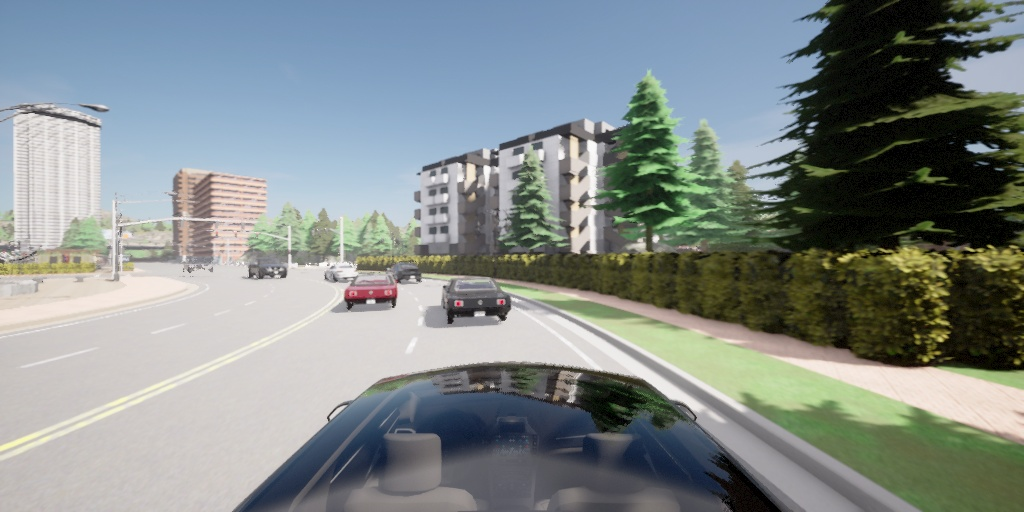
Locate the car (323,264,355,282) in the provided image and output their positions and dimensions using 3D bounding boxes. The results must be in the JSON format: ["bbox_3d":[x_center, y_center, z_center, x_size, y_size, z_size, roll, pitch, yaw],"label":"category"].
[{"bbox_3d":[-14.626,1.395,30.647,1.812,1.442,4.674,0,0,-40],"label":"car"}]

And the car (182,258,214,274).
[{"bbox_3d":[-33.905,0.997,38.742,4.553,1.767,2.097,0,0,40],"label":"car"}]

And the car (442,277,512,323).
[{"bbox_3d":[-1.414,1.362,12.326,1.895,1.301,4.718,0,0,-13],"label":"car"}]

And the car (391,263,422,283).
[{"bbox_3d":[-8.691,1.325,28.584,1.837,1.490,4.892,0,0,-33],"label":"car"}]

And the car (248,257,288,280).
[{"bbox_3d":[-23.498,1.162,34.387,5.566,2.045,2.150,0,0,41],"label":"car"}]

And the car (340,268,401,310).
[{"bbox_3d":[-5.871,1.399,15.320,1.895,1.301,4.718,0,0,-18],"label":"car"}]
